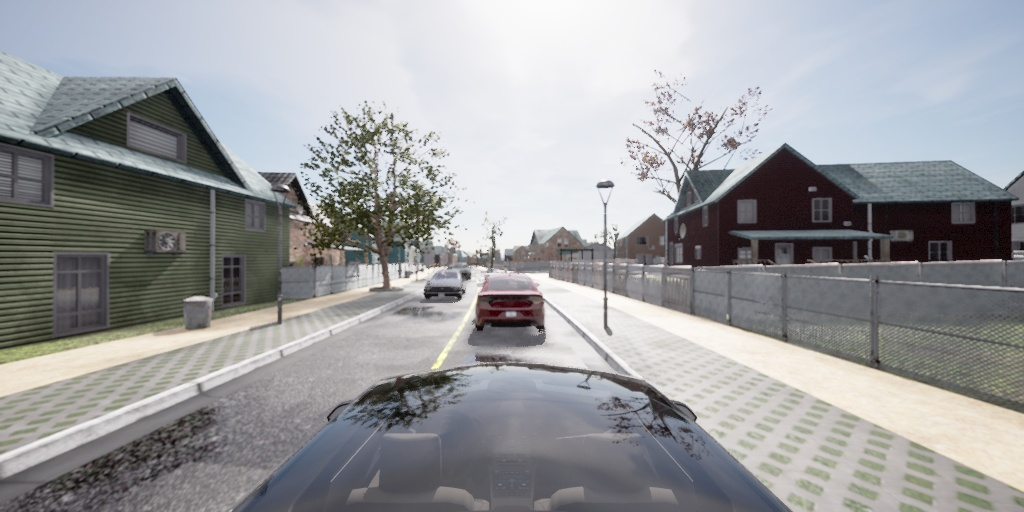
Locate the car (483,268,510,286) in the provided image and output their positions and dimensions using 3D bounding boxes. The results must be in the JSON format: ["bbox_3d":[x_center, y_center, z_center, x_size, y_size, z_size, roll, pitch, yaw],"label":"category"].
[{"bbox_3d":[-1.334,1.642,29.227,1.895,1.301,4.718,0,-1,-6],"label":"car"}]

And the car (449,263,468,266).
[{"bbox_3d":[-5.300,1.510,37.230,2.097,1.767,4.553,0,-1,-8],"label":"car"}]

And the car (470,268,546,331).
[{"bbox_3d":[-0.099,1.298,11.356,1.882,1.535,5.008,0,0,-2],"label":"car"}]

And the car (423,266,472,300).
[{"bbox_3d":[-3.406,1.451,19.138,2.033,1.411,5.357,0,-1,-4],"label":"car"}]
